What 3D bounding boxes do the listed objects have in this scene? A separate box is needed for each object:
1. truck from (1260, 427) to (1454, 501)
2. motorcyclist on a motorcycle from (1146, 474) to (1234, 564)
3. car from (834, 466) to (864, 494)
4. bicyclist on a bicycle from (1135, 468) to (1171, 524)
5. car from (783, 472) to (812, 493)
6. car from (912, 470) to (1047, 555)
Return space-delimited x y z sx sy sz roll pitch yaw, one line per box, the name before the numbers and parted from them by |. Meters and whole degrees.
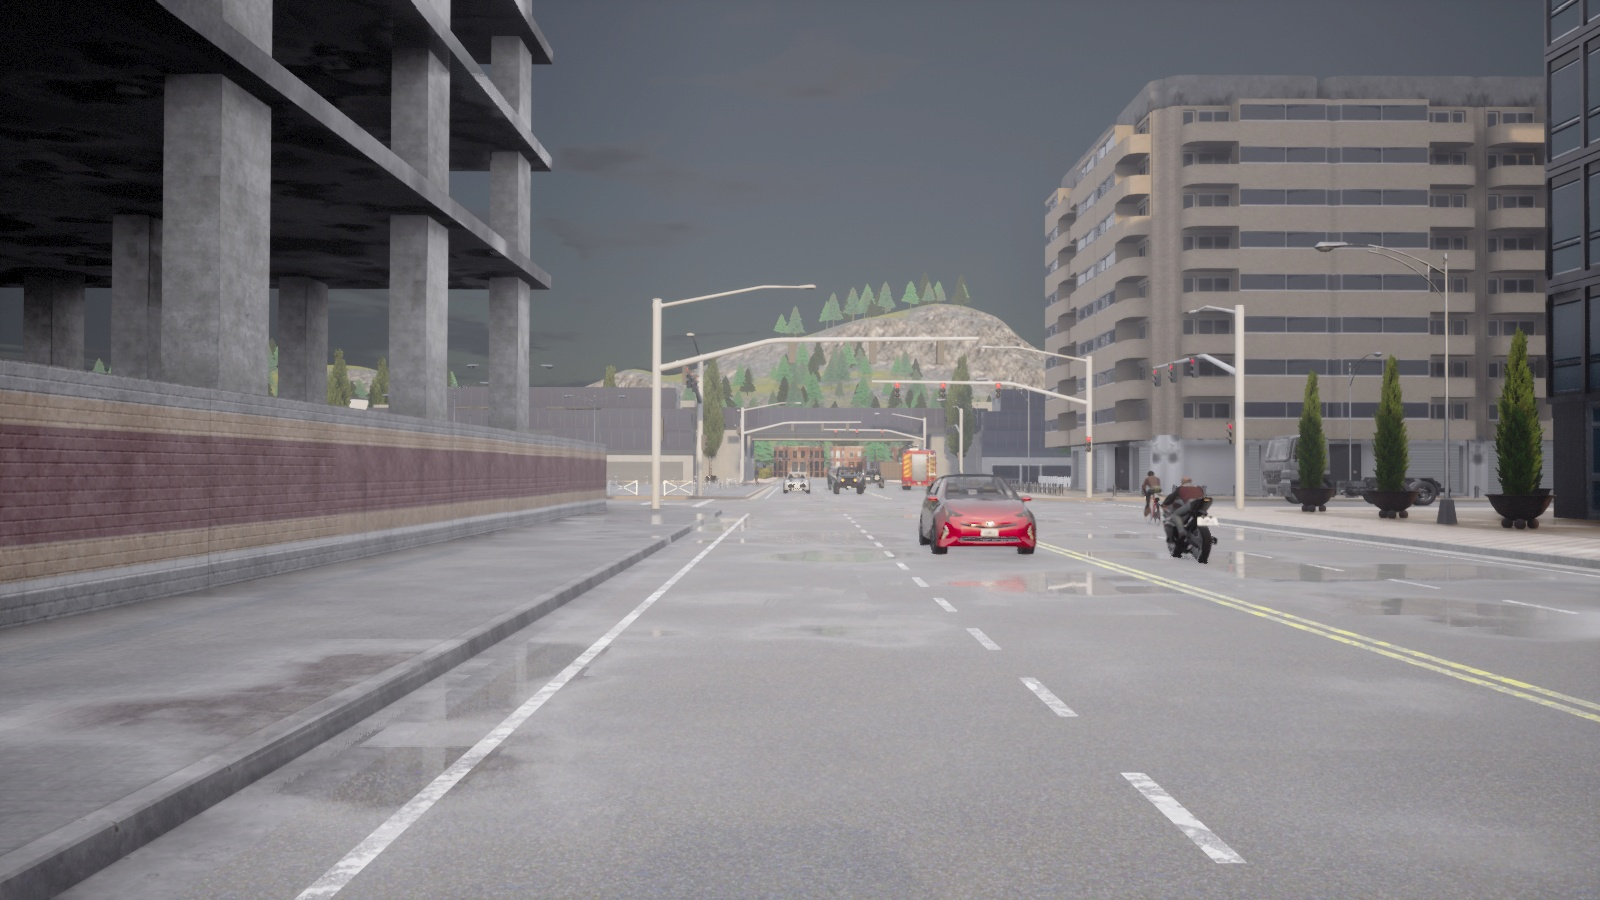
truck | 26.550 0.679 60.098 7.936 3.462 2.891 0 -1 0
motorcyclist on a motorcycle | 6.948 1.199 22.502 0.866 1.530 2.191 0 -1 0
car | 3.301 2.031 85.492 1.905 1.878 3.866 0 -1 0
bicyclist on a bicycle | 10.414 1.348 37.111 0.582 1.620 1.656 0 -1 0
car | -0.202 2.248 87.486 1.970 1.475 3.806 0 -1 0
car | 3.442 1.166 24.950 2.007 1.525 4.514 0 -1 0
